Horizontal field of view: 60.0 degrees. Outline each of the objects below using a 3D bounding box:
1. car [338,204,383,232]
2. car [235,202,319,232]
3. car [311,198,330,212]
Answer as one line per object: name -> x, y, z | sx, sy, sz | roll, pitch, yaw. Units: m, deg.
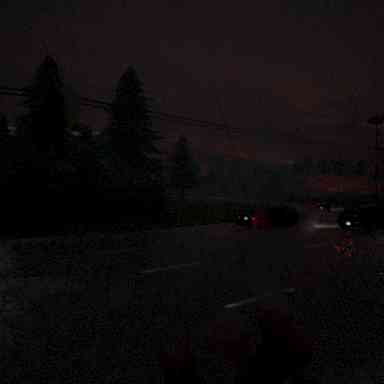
car -> 10.701, 1.499, 19.976 | 4.892, 1.490, 1.837 | 0, 0, -35
car -> 5.090, 1.541, 20.272 | 5.357, 1.411, 2.033 | 0, 0, -36
car -> 15.236, 1.499, 39.445 | 1.837, 1.490, 4.892 | 1, 0, 18
